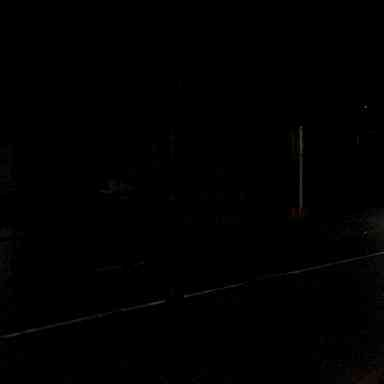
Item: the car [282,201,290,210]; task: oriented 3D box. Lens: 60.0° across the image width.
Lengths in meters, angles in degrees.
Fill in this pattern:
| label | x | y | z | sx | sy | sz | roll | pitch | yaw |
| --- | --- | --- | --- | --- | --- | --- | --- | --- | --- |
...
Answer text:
| label | x | y | z | sx | sy | sz | roll | pitch | yaw |
| --- | --- | --- | --- | --- | --- | --- | --- | --- | --- |
| car | 10.054 | 1.564 | 41.254 | 1.994 | 1.385 | 4.181 | 0 | 0 | -35 |
